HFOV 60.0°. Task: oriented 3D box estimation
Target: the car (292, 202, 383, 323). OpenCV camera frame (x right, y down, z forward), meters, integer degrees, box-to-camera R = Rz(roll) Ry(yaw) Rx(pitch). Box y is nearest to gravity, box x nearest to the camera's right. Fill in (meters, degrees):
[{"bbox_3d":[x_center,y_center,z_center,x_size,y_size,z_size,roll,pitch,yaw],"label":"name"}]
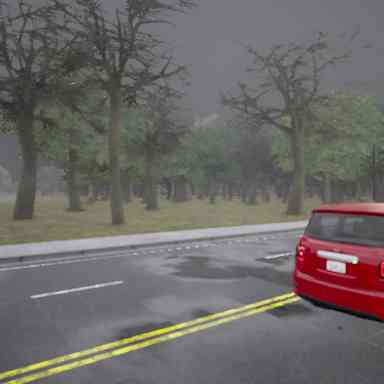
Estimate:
[{"bbox_3d":[4.365,1.219,6.557,5.566,2.045,2.150,0,0,-35],"label":"car"}]
